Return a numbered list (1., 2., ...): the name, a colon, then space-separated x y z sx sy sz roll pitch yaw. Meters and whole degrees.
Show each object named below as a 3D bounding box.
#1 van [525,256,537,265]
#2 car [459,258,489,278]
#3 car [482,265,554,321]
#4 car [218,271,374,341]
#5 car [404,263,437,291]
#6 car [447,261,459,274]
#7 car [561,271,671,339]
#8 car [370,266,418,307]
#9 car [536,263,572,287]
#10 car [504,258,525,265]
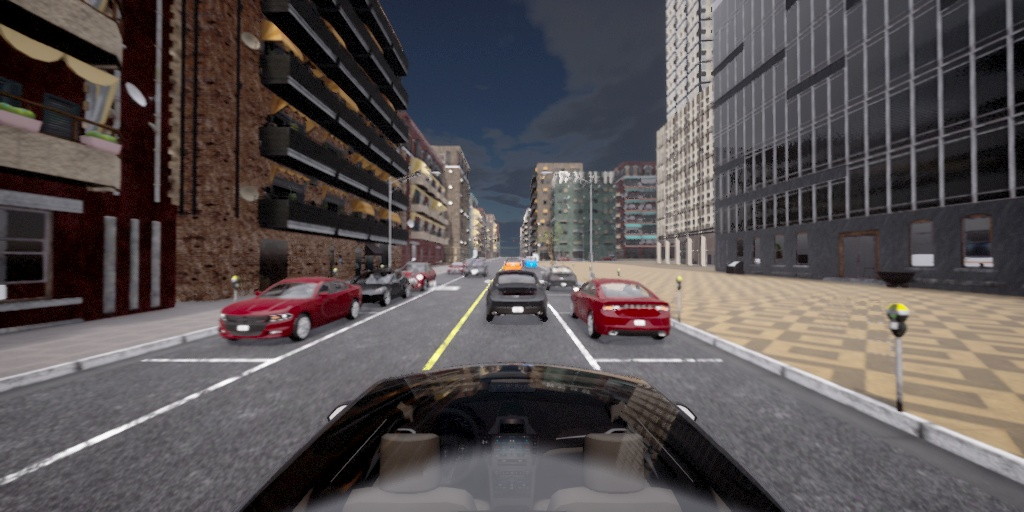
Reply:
1. van: 2.732 0.943 52.195 1.690 1.789 3.998 0 0 0
2. car: -3.075 1.152 31.948 2.128 1.511 4.902 0 0 0
3. car: 0.108 1.224 12.341 1.837 1.490 4.892 0 0 -1
4. car: -5.687 1.271 9.822 1.888 1.381 4.507 0 0 0
5. car: -5.684 1.132 20.962 1.967 1.591 4.097 0 0 0
6. car: -5.680 1.226 37.671 1.802 1.307 4.207 0 0 0
7. car: 2.694 1.271 9.819 1.888 1.381 4.507 0 0 0
8. car: -5.685 1.275 15.392 1.948 1.339 4.313 0 0 0
9. car: 2.697 1.243 20.958 2.007 1.370 4.403 0 0 0
10. car: 0.111 0.987 40.713 2.097 1.767 4.553 0 0 0
